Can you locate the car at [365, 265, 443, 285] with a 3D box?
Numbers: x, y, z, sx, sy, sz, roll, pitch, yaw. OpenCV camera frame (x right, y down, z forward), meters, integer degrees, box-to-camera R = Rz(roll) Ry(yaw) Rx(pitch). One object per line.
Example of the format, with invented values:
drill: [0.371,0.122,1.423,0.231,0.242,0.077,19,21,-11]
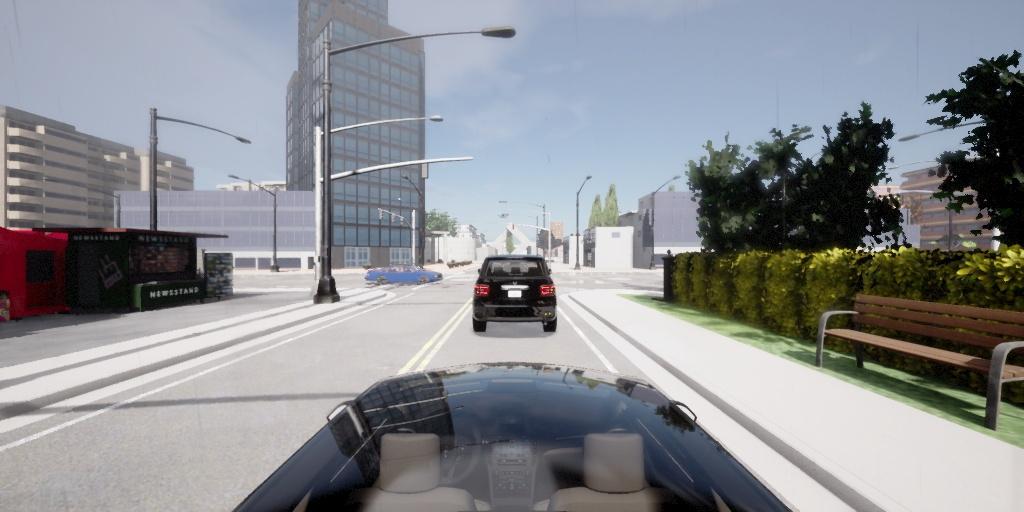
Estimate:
car: [-7.795,1.335,26.076,5.357,1.411,2.033,0,0,1]

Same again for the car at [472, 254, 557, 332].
car: [0.082,0.971,10.991,2.150,2.045,5.566,0,0,0]

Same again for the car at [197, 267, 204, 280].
car: [-23.917,1.448,26.055,4.892,1.490,1.837,-1,0,0]
